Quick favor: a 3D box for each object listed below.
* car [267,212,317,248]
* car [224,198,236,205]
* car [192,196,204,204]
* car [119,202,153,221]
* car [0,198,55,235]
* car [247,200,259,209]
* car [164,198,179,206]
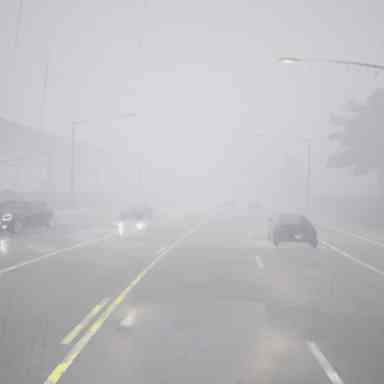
[{"bbox_3d":[4.716,1.708,16.028,1.812,1.442,4.674,1,0,8],"label":"car"},{"bbox_3d":[5.532,1.583,48.298,1.994,1.385,4.181,1,0,8],"label":"car"},{"bbox_3d":[1.214,1.589,68.384,2.097,1.767,4.553,1,0,8],"label":"car"},{"bbox_3d":[-4.459,1.542,27.477,1.812,1.442,4.674,1,0,8],"label":"car"},{"bbox_3d":[-9.303,1.196,17.780,2.097,1.767,4.553,1,0,8],"label":"car"},{"bbox_3d":[10.515,2.097,57.452,2.033,1.411,5.357,1,0,6],"label":"car"},{"bbox_3d":[-3.685,1.726,58.549,1.812,1.442,4.674,1,0,8],"label":"car"}]
